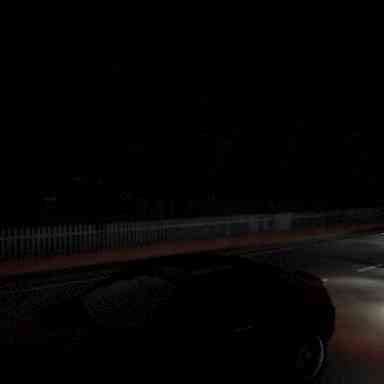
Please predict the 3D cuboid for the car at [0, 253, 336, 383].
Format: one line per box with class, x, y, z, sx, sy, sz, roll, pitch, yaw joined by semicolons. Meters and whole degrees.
car;-0.203;1.521;3.827;4.674;1.442;1.812;0;0;-35
